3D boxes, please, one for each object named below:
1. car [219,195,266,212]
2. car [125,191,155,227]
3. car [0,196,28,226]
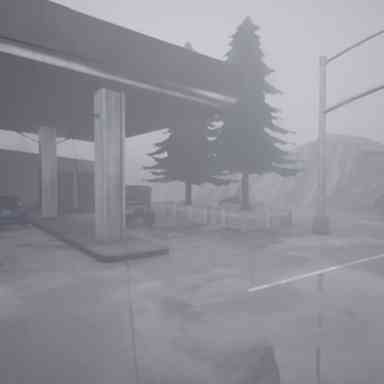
[{"bbox_3d":[3.964,0.930,26.845,1.994,1.385,4.181,-1,2,-35],"label":"car"},{"bbox_3d":[-3.731,0.909,18.771,1.905,1.878,3.866,-1,2,-36],"label":"car"},{"bbox_3d":[-10.859,1.057,19.018,2.242,1.667,4.611,-1,2,-36],"label":"car"}]
